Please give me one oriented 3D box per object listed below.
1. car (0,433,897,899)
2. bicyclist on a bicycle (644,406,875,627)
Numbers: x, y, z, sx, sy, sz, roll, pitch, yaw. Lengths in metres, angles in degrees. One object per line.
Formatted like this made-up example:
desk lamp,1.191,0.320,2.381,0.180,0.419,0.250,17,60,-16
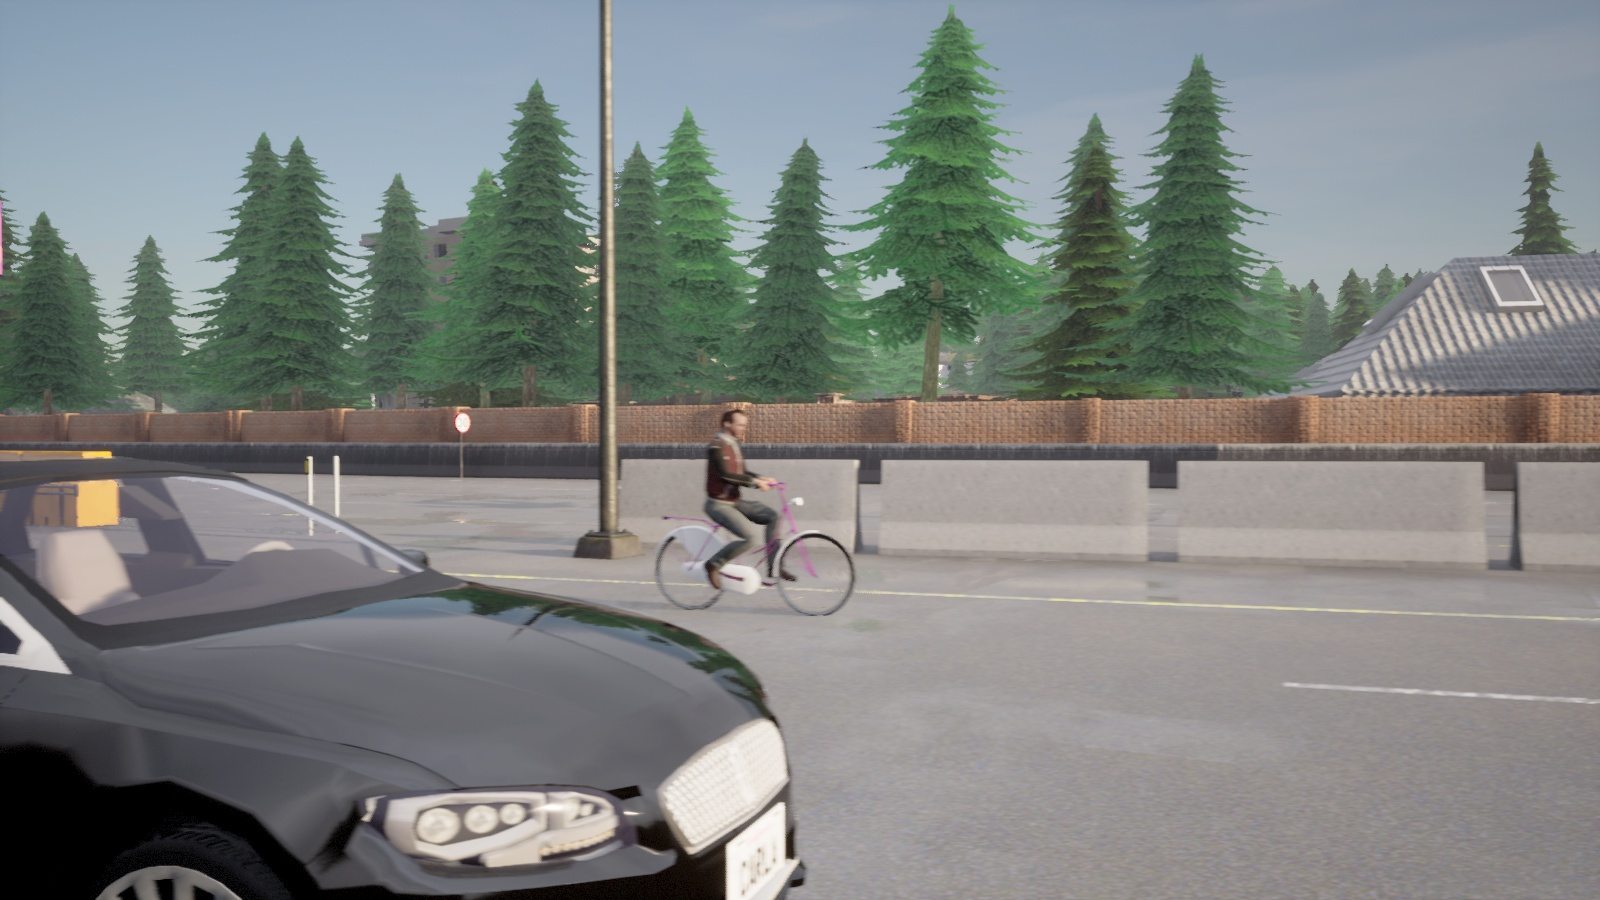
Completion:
car,-2.349,0.711,3.975,4.902,1.511,2.128,1,1,19
bicyclist on a bicycle,-0.343,0.528,10.705,1.843,1.776,0.659,0,0,19
